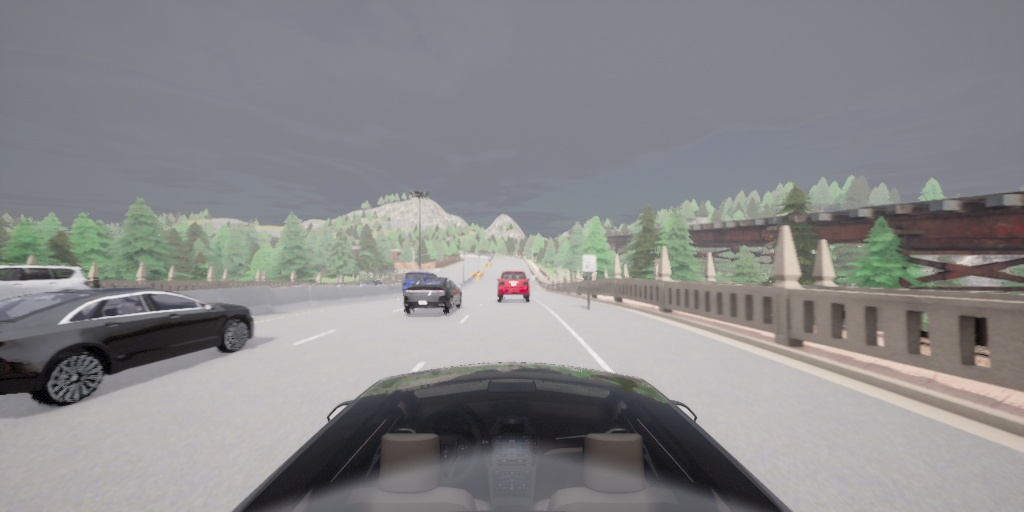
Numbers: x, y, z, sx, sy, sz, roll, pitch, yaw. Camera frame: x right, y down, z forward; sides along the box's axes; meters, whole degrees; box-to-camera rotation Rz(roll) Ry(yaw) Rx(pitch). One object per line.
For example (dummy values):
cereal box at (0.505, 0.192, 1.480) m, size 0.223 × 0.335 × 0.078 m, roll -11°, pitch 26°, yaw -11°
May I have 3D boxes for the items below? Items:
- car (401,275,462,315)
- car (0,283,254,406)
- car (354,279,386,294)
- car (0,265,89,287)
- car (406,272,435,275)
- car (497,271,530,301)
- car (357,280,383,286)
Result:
car at (-3.396, 1.708, 16.068) m, size 2.128 × 1.511 × 4.902 m, roll 0°, pitch -3°, yaw 0°
car at (-6.898, 1.305, 6.342) m, size 2.128 × 1.511 × 4.902 m, roll 0°, pitch -1°, yaw 0°
car at (-17.561, 3.767, 44.576) m, size 2.097 × 1.767 × 4.553 m, roll 0°, pitch -4°, yaw 0°
car at (-21.095, 1.363, 14.644) m, size 2.150 × 2.045 × 5.566 m, roll 0°, pitch -3°, yaw 0°
car at (-6.893, 2.334, 27.984) m, size 2.150 × 2.045 × 5.566 m, roll 0°, pitch -5°, yaw 0°
car at (0.105, 2.174, 25.998) m, size 2.150 × 2.045 × 5.566 m, roll 0°, pitch -5°, yaw 0°
car at (-14.082, 3.246, 35.231) m, size 1.994 × 1.385 × 4.181 m, roll 0°, pitch -5°, yaw 0°
